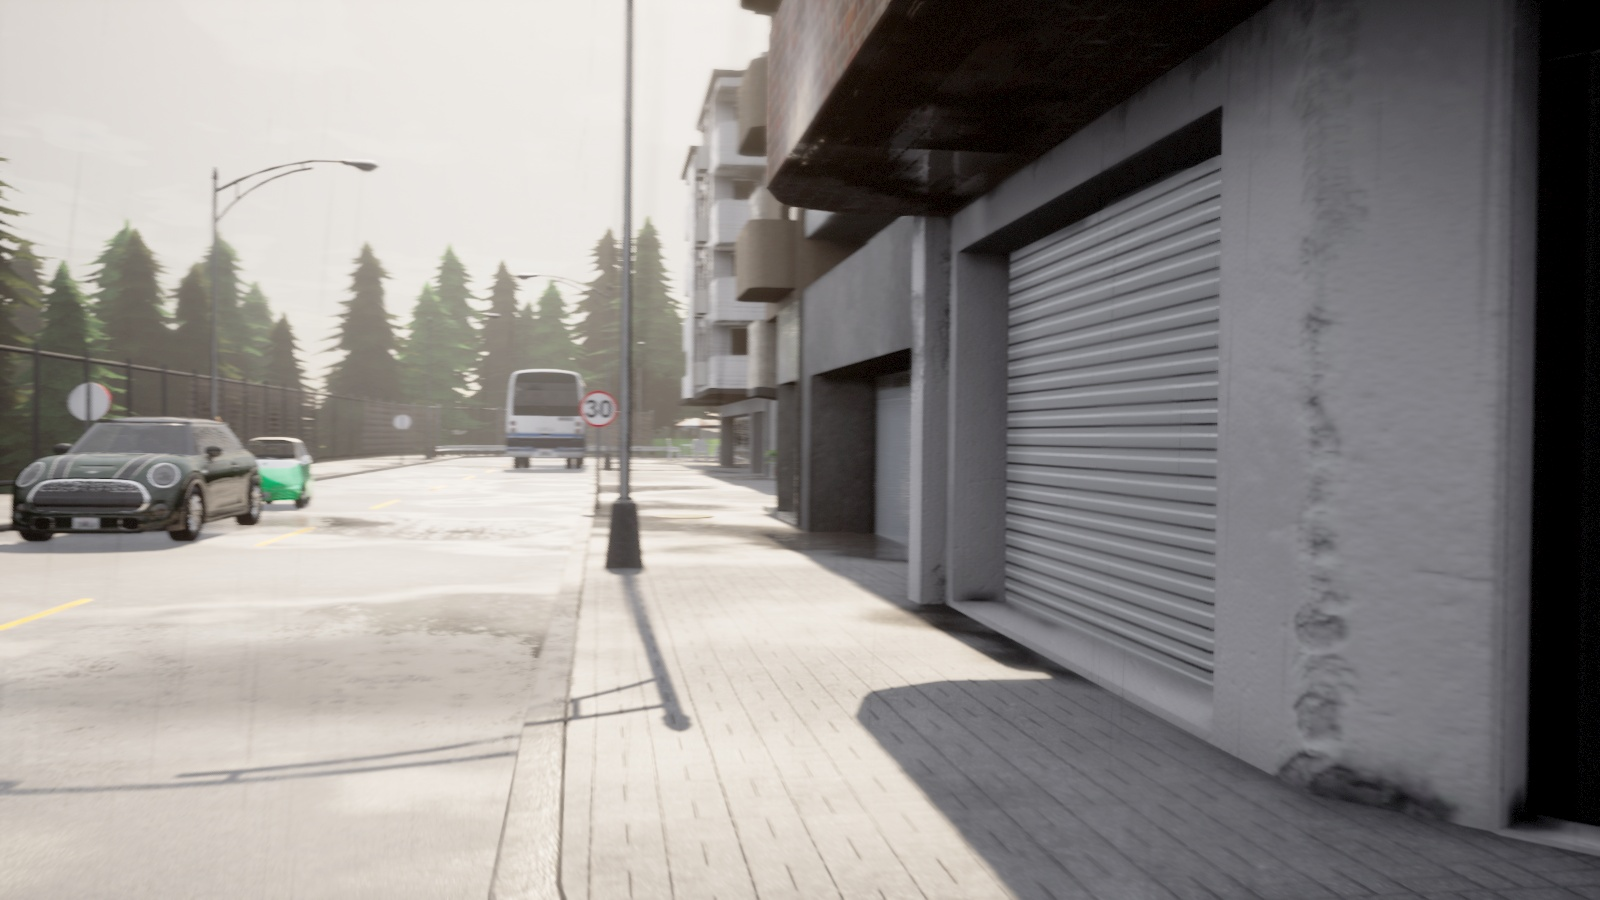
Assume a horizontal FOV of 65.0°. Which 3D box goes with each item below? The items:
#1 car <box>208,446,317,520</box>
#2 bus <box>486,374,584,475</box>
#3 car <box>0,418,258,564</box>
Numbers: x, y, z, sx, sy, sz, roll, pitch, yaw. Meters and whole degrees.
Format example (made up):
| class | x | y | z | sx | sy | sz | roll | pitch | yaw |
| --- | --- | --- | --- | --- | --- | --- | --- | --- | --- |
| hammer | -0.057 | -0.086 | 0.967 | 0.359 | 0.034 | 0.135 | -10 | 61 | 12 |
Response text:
| class | x | y | z | sx | sy | sz | roll | pitch | yaw |
| --- | --- | --- | --- | --- | --- | --- | --- | --- | --- |
| car | -10.511 | 0.614 | 24.697 | 1.481 | 1.376 | 2.207 | 0 | 0 | -9 |
| bus | -12.015 | -1.128 | 57.890 | 3.944 | 4.253 | 10.273 | 0 | 1 | -9 |
| car | -9.343 | 0.478 | 17.700 | 2.097 | 1.767 | 4.553 | 0 | 1 | -10 |
